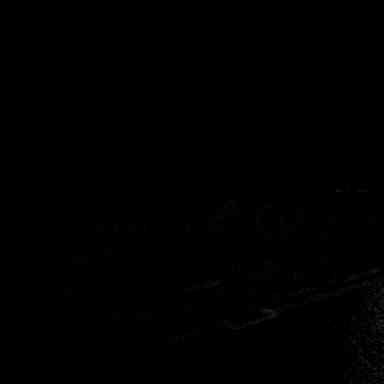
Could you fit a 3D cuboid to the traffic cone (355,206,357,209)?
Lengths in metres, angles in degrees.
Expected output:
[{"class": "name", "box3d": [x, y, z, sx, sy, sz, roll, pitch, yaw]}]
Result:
[{"class": "traffic cone", "box3d": [21.761, 2.086, 44.160, 0.340, 0.580, 0.340, 0, 1, -7]}]

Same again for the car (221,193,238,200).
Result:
[{"class": "car", "box3d": [8.507, 1.024, 74.281, 1.837, 1.490, 4.892, 0, 1, -35]}]

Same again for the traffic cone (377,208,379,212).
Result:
[{"class": "traffic cone", "box3d": [22.060, 2.158, 39.516, 0.340, 0.580, 0.340, 0, 1, 0]}]
